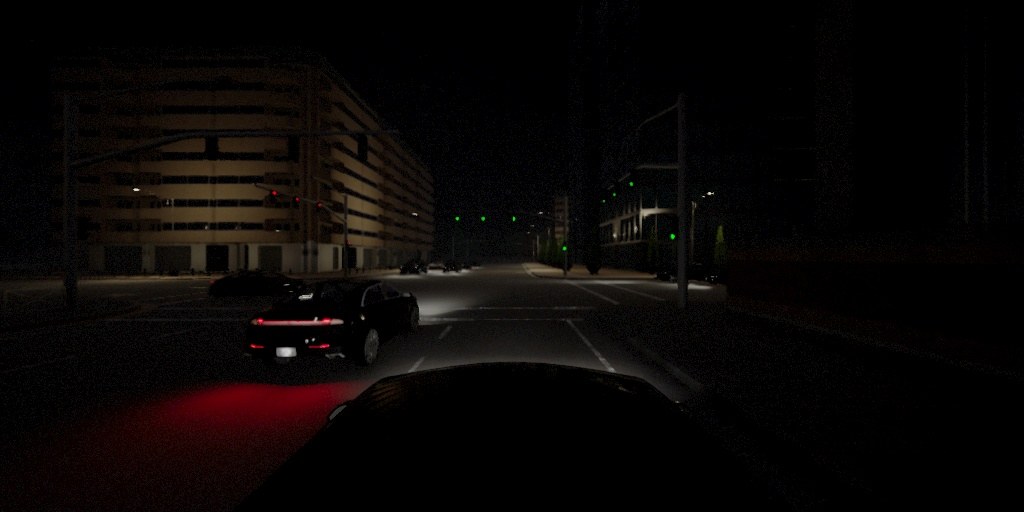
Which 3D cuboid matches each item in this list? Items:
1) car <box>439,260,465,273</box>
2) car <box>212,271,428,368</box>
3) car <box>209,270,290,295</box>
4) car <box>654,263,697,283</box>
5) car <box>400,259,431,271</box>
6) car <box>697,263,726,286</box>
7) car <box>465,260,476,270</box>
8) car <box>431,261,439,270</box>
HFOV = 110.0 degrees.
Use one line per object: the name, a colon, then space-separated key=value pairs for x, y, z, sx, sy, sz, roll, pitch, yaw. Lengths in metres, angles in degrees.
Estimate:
car: x=-7.413 y=1.303 z=44.924 sx=1.837 sy=1.490 sz=4.892 roll=0 pitch=0 yaw=0
car: x=-3.446 y=1.249 z=7.886 sx=2.128 sy=1.511 sz=4.902 roll=0 pitch=0 yaw=0
car: x=-12.778 y=1.420 z=18.220 sx=4.181 sy=1.385 sz=1.994 roll=0 pitch=0 yaw=0
car: x=13.996 y=1.327 z=28.739 sx=4.902 sy=1.511 sz=2.128 roll=0 pitch=0 yaw=0
car: x=-10.958 y=1.145 z=40.272 sx=2.097 sy=1.767 sz=4.553 roll=0 pitch=0 yaw=2
car: x=16.090 y=1.336 z=25.232 sx=4.892 sy=1.490 sz=1.837 roll=0 pitch=0 yaw=0
car: x=-7.317 y=1.301 z=55.287 sx=2.128 sy=1.511 sz=4.902 roll=0 pitch=0 yaw=1
car: x=-10.856 y=1.407 z=52.704 sx=1.895 sy=1.301 sz=4.718 roll=0 pitch=0 yaw=1
